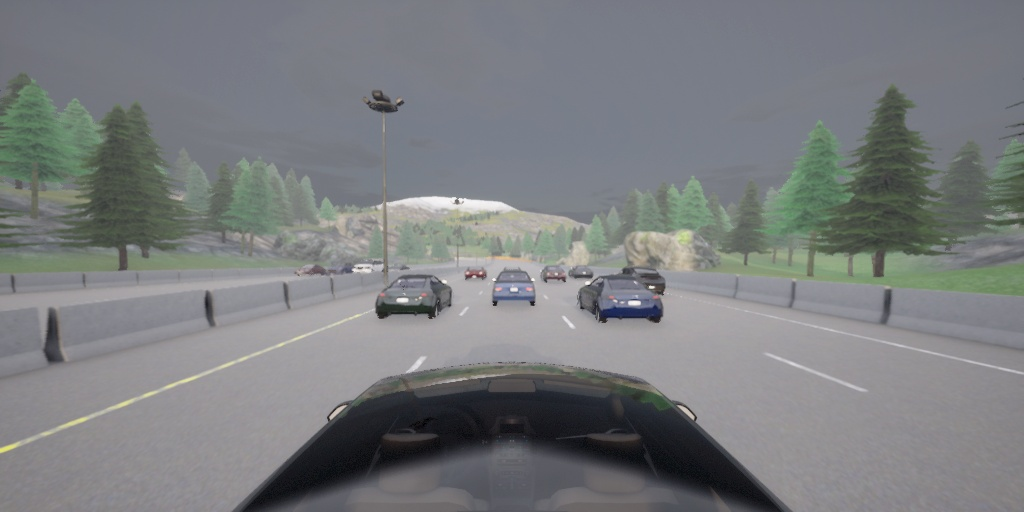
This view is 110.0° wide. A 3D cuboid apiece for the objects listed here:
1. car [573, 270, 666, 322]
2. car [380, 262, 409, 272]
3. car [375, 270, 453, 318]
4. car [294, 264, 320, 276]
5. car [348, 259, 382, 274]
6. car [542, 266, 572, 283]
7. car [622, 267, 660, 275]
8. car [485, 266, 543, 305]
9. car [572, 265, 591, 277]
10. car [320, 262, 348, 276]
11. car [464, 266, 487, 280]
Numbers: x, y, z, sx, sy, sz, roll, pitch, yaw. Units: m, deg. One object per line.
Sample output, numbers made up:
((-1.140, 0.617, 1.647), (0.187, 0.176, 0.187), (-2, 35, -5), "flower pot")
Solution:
((3.580, 1.363, 12.481), (1.994, 1.385, 4.181), (0, 0, 0), "car")
((-14.167, 1.706, 44.476), (2.128, 1.511, 4.902), (0, -1, 0), "car")
((-3.422, 1.367, 13.210), (1.994, 1.385, 4.181), (0, 0, 0), "car")
((-24.660, 1.730, 43.972), (1.812, 1.442, 4.674), (0, -1, 0), "car")
((-17.665, 1.437, 44.414), (2.150, 2.045, 5.566), (0, -1, 0), "car")
((3.544, 1.542, 31.332), (2.033, 1.411, 5.357), (0, -1, 0), "car")
((7.065, 1.369, 20.482), (1.837, 1.490, 4.892), (0, -1, 0), "car")
((0.073, 1.375, 16.447), (2.033, 1.411, 5.357), (0, 0, 0), "car")
((7.033, 1.645, 36.953), (1.994, 1.385, 4.181), (0, -1, 0), "car")
((-21.161, 1.563, 44.363), (2.097, 1.767, 4.553), (0, -1, 0), "car")
((-3.464, 1.654, 35.256), (1.895, 1.301, 4.718), (0, -1, 0), "car")
